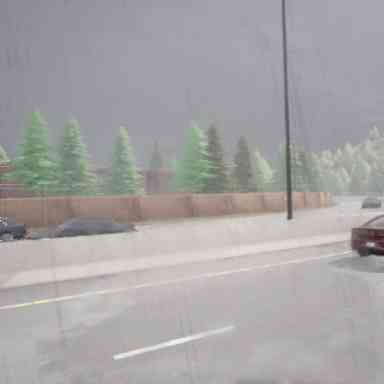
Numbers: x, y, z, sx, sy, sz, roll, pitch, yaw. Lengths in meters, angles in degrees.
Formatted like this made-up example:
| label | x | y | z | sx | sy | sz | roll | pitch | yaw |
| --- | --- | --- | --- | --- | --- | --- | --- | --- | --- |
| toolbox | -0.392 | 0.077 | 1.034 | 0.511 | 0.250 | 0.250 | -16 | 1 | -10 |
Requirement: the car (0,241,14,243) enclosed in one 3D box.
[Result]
| label | x | y | z | sx | sy | sz | roll | pitch | yaw |
| --- | --- | --- | --- | --- | --- | --- | --- | --- | --- |
| car | -11.233 | 2.094 | 17.305 | 4.892 | 1.490 | 1.837 | -1 | -1 | -29 |

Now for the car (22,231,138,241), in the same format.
| label | x | y | z | sx | sy | sz | roll | pitch | yaw |
| --- | --- | --- | --- | --- | --- | --- | --- | --- | --- |
| car | -5.421 | 1.966 | 16.484 | 5.357 | 1.411 | 2.033 | -1 | -1 | -29 |

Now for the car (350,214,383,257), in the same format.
| label | x | y | z | sx | sy | sz | roll | pitch | yaw |
| --- | --- | --- | --- | --- | --- | --- | --- | --- | --- |
| car | 7.720 | 1.461 | 11.766 | 5.008 | 1.535 | 1.882 | -1 | -1 | -32 |
